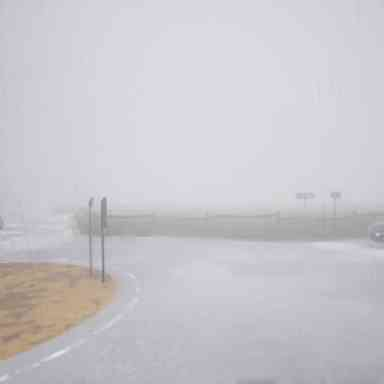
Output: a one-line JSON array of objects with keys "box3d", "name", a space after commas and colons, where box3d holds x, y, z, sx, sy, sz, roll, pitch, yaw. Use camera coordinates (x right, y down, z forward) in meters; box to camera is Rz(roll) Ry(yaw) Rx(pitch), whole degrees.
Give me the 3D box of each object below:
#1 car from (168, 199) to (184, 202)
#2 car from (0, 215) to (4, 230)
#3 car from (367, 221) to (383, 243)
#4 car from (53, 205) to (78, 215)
[{"box3d": [-4.358, 2.749, 92.003, 4.611, 1.667, 2.242, -1, -1, -18], "name": "car"}, {"box3d": [-14.830, 2.122, 23.824, 1.837, 1.490, 4.892, -1, -1, -20], "name": "car"}, {"box3d": [10.028, 1.497, 14.509, 4.892, 1.490, 1.837, -1, -1, -16], "name": "car"}, {"box3d": [-18.787, 2.571, 49.585, 2.033, 1.411, 5.357, -1, -1, 3], "name": "car"}]
